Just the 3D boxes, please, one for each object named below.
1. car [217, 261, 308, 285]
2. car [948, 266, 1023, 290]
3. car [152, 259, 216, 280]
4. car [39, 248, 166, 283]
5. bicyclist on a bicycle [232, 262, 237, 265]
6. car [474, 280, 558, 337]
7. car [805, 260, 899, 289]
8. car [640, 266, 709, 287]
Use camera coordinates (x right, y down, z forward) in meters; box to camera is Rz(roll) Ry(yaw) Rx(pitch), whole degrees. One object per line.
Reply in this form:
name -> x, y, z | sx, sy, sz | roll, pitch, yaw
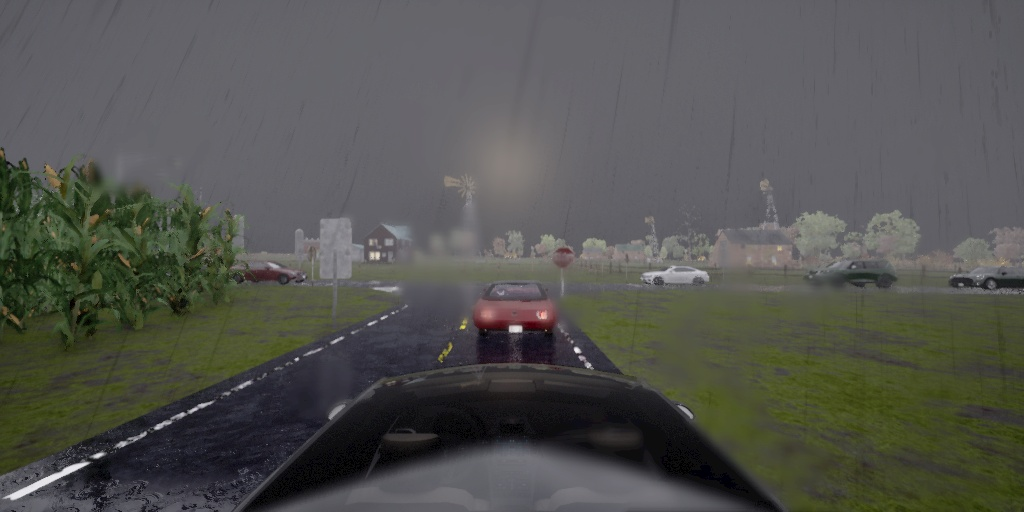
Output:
car -> -15.648, 1.041, 22.957 | 4.674, 1.442, 1.812 | 1, -1, 0
car -> 34.934, 1.541, 26.108 | 4.553, 1.767, 2.097 | 1, -1, 0
car -> -22.534, 0.965, 25.868 | 4.902, 1.511, 2.128 | 1, -1, 0
car -> -26.006, 0.607, 22.916 | 5.566, 2.045, 2.150 | 1, -1, 0
bicyclist on a bicycle -> -22.674, 0.947, 28.896 | 0.582, 1.620, 1.656 | 1, 1, 0
car -> 0.139, 1.338, 10.202 | 1.895, 1.301, 4.718 | 0, 0, 1
car -> 24.624, 1.284, 26.082 | 5.566, 2.045, 2.150 | 1, -1, -1
car -> 11.754, 1.426, 25.976 | 4.674, 1.442, 1.812 | 1, -1, -2
